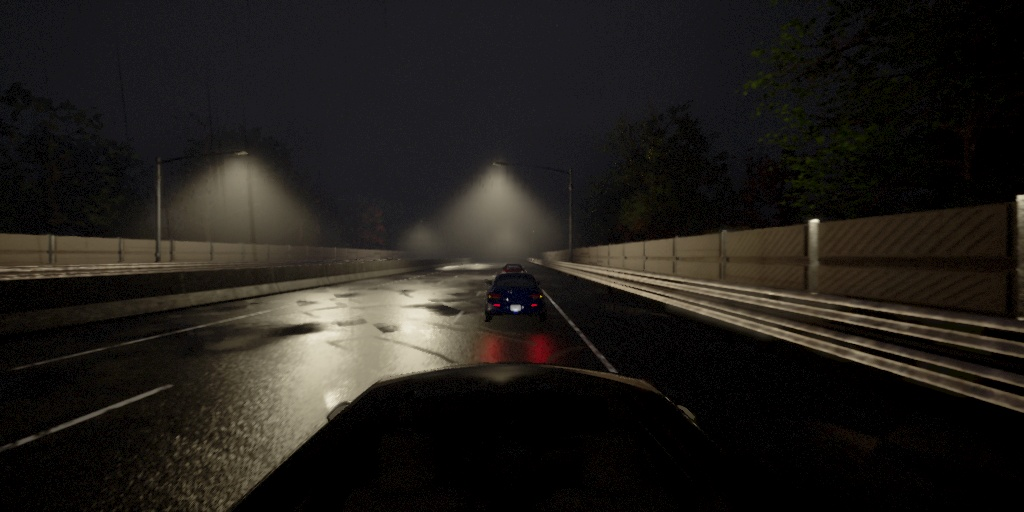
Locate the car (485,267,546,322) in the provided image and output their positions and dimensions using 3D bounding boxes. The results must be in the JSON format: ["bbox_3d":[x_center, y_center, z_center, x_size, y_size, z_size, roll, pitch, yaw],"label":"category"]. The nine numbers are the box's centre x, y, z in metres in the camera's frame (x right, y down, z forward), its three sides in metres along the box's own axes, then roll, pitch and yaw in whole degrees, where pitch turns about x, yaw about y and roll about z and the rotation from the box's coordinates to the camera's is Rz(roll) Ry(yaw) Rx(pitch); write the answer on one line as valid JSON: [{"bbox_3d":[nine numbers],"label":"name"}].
[{"bbox_3d":[0.100,1.259,12.149,1.812,1.442,4.674,0,0,0],"label":"car"}]

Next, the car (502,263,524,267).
[{"bbox_3d":[0.099,1.275,28.548,1.994,1.385,4.181,0,0,0],"label":"car"}]
